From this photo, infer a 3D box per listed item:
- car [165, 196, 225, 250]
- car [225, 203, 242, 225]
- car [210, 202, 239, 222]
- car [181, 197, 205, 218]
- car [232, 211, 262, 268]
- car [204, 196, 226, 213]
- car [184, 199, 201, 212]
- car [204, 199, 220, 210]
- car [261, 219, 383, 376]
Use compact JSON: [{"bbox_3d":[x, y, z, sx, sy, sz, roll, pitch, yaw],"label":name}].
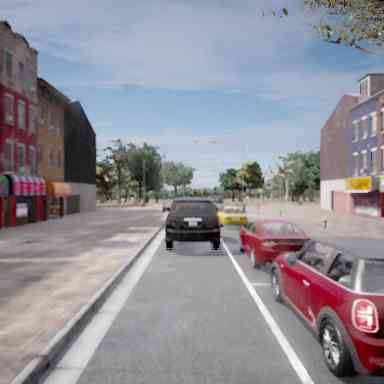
[{"bbox_3d":[0.017,1.248,14.696,2.150,2.045,5.566,0,0,0],"label":"car"},{"bbox_3d":[2.634,1.570,22.397,1.752,1.417,4.829,0,0,0],"label":"car"},{"bbox_3d":[2.633,1.613,27.772,2.008,1.369,4.403,0,0,0],"label":"car"},{"bbox_3d":[0.096,1.428,32.083,2.097,1.767,4.553,0,0,0],"label":"car"},{"bbox_3d":[2.636,1.564,11.136,1.887,1.381,4.507,0,0,0],"label":"car"},{"bbox_3d":[2.632,1.413,38.864,2.192,1.841,5.009,0,0,0],"label":"car"},{"bbox_3d":[0.093,1.674,42.330,1.994,1.385,4.181,0,0,0],"label":"car"},{"bbox_3d":[2.631,1.642,44.579,1.752,1.417,4.829,0,0,0],"label":"car"},{"bbox_3d":[2.636,1.450,5.591,1.967,1.590,4.097,0,0,0],"label":"car"}]
